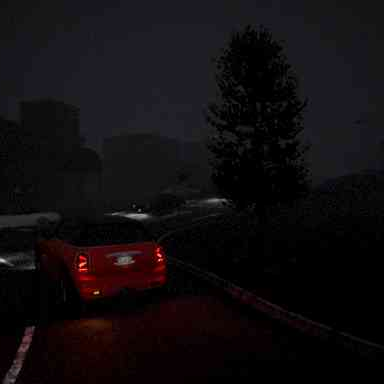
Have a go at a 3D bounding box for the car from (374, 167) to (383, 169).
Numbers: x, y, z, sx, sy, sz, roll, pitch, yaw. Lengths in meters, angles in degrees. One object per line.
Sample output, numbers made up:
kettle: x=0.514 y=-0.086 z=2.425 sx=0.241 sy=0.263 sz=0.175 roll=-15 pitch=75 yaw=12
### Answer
car: x=29.611 y=-2.543 z=52.990 sx=5.566 sy=2.045 sz=2.435 roll=-1 pitch=4 yaw=15

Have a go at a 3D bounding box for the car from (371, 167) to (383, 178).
car: x=39.849 y=-3.997 z=67.723 sx=5.566 sy=2.045 sz=2.435 roll=-1 pitch=4 yaw=15

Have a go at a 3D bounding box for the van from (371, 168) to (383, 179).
van: x=36.537 y=-3.499 z=62.794 sx=4.442 sy=1.987 sz=1.878 roll=-1 pitch=4 yaw=15

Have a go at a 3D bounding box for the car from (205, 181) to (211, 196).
car: x=0.533 y=-0.235 z=41.844 sx=4.792 sy=1.488 sz=2.163 roll=-2 pitch=3 yaw=14

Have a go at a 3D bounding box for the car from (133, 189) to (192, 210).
car: x=-2.622 y=0.874 z=28.107 sx=2.033 sy=1.411 sz=5.357 roll=0 pitch=4 yaw=34

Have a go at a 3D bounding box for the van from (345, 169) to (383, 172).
van: x=22.701 y=-1.535 z=43.227 sx=4.442 sy=1.987 sz=1.878 roll=-1 pitch=4 yaw=16

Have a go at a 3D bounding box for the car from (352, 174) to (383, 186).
car: x=26.111 y=-1.798 z=48.122 sx=4.892 sy=1.521 sz=2.231 roll=-1 pitch=5 yaw=16

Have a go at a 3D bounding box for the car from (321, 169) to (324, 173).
car: x=30.175 y=-4.476 z=85.363 sx=5.366 sy=1.575 sz=1.946 roll=-2 pitch=3 yaw=15

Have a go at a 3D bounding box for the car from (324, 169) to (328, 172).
car: x=31.986 y=-4.929 z=87.705 sx=5.566 sy=2.045 sz=2.435 roll=-2 pitch=3 yaw=15

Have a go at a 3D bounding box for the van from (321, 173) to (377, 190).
van: x=15.655 y=-0.554 z=33.556 sx=4.442 sy=1.987 sz=1.878 roll=-1 pitch=4 yaw=16

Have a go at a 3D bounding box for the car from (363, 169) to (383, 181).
car: x=33.054 y=-3.035 z=57.902 sx=5.566 sy=2.045 sz=2.435 roll=-1 pitch=4 yaw=15

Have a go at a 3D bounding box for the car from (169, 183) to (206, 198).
car: x=-1.145 y=0.017 z=39.415 sx=4.674 sy=1.452 sz=2.002 roll=-2 pitch=3 yaw=14

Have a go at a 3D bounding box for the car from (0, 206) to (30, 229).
car: x=-10.242 y=1.510 z=18.962 sx=4.718 sy=1.301 sz=1.895 roll=-3 pitch=2 yaw=-41

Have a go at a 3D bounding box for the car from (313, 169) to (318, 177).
car: x=27.015 y=-4.054 z=80.509 sx=5.008 sy=1.535 sz=2.097 roll=-2 pitch=4 yaw=15

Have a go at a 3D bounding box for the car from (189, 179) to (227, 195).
car: x=2.174 y=-0.629 z=44.262 sx=4.553 sy=1.767 sz=2.185 roll=-2 pitch=4 yaw=14

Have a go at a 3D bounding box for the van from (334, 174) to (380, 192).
van: x=18.951 y=-1.041 z=38.444 sx=4.442 sy=1.987 sz=1.878 roll=-1 pitch=5 yaw=16

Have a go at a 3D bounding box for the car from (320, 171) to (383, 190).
car: x=17.273 y=-0.822 z=36.002 sx=5.566 sy=2.045 sz=2.435 roll=-1 pitch=5 yaw=16

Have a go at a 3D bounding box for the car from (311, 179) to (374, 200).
car: x=13.786 y=-0.083 z=31.191 sx=5.008 sy=1.535 sz=2.097 roll=-1 pitch=4 yaw=16

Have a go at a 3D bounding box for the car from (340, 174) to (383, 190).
car: x=20.801 y=-1.188 z=40.852 sx=4.553 sy=1.767 sz=2.185 roll=-1 pitch=4 yaw=16

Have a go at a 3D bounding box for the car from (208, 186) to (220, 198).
car: x=4.504 y=-0.133 z=38.519 sx=2.033 sy=1.411 sz=5.357 roll=0 pitch=5 yaw=35

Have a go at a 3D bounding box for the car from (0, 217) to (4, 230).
car: x=-5.453 y=1.532 z=7.279 sx=2.033 sy=1.411 sz=5.357 roll=0 pitch=0 yaw=-28

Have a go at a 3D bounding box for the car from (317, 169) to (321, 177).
car: x=28.674 y=-4.268 z=82.916 sx=5.008 sy=1.535 sz=2.097 roll=-2 pitch=3 yaw=15

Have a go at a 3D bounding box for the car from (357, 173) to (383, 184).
car: x=27.878 y=-2.016 z=50.563 sx=4.792 sy=1.488 sz=2.163 roll=-1 pitch=4 yaw=16

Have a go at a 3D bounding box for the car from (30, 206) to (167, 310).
car: x=-2.469 y=1.342 z=8.224 sx=2.097 sy=1.767 sz=4.553 roll=0 pitch=0 yaw=-33

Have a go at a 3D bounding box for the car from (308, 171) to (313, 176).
car: x=25.361 y=-3.958 z=78.088 sx=4.553 sy=1.767 sz=2.185 roll=-2 pitch=4 yaw=15
